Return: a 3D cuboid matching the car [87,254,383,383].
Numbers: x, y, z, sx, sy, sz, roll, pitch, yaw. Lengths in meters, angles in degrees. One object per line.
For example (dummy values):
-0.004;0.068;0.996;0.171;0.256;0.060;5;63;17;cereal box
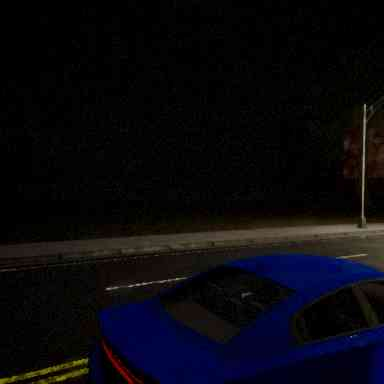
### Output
1.440;1.480;3.769;5.008;1.535;1.882;0;0;-29;car
